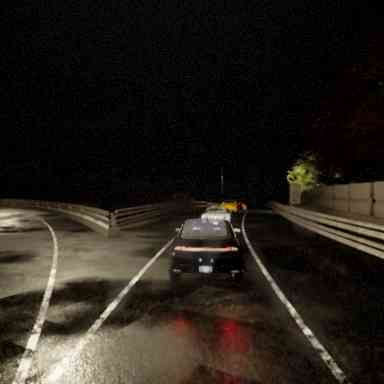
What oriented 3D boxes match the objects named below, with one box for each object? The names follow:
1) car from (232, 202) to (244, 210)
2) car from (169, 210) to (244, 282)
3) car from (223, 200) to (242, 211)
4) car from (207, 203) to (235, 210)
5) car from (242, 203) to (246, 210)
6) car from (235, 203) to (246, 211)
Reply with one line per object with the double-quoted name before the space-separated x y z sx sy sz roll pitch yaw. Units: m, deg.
"car" 8.136 2.531 58.083 1.895 1.301 4.718 0 -3 10
"car" 0.459 1.526 9.884 2.128 1.511 4.902 0 0 4
"car" 4.416 1.673 38.408 1.882 1.535 5.008 0 -1 10
"car" 1.829 1.680 23.211 1.895 1.301 4.718 0 0 8
"car" 6.607 2.048 50.473 2.128 1.511 4.902 0 -2 10
"car" 9.897 3.004 67.260 1.882 1.535 5.008 0 -4 12
